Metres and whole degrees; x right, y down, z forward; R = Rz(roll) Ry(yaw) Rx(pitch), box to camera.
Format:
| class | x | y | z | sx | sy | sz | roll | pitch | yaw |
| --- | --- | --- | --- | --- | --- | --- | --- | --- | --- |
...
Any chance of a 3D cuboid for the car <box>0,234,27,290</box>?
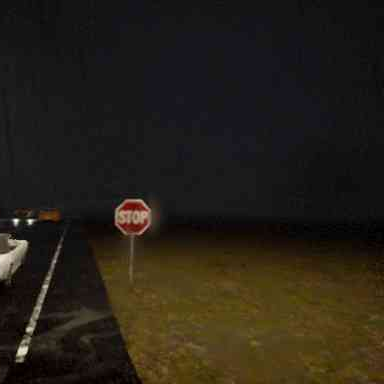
| class | x | y | z | sx | sy | sz | roll | pitch | yaw |
| --- | --- | --- | --- | --- | --- | --- | --- | --- | --- |
| car | -5.937 | 1.823 | 9.404 | 1.895 | 1.301 | 4.718 | 2 | -2 | -19 |

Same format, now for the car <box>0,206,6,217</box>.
| class | x | y | z | sx | sy | sz | roll | pitch | yaw |
| --- | --- | --- | --- | --- | --- | --- | --- | --- | --- |
| car | -24.677 | 2.416 | 41.576 | 1.882 | 1.535 | 5.008 | 2 | -2 | -19 |

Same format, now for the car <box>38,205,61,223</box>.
| class | x | y | z | sx | sy | sz | roll | pitch | yaw |
| --- | --- | --- | --- | --- | --- | --- | --- | --- | --- |
| car | -14.890 | 2.418 | 34.841 | 1.882 | 1.535 | 5.008 | 2 | -2 | -19 |

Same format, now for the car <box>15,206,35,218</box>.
| class | x | y | z | sx | sy | sz | roll | pitch | yaw |
| --- | --- | --- | --- | --- | --- | --- | --- | --- | --- |
| car | -21.377 | 2.544 | 42.735 | 1.882 | 1.535 | 5.008 | 2 | -2 | -19 |
